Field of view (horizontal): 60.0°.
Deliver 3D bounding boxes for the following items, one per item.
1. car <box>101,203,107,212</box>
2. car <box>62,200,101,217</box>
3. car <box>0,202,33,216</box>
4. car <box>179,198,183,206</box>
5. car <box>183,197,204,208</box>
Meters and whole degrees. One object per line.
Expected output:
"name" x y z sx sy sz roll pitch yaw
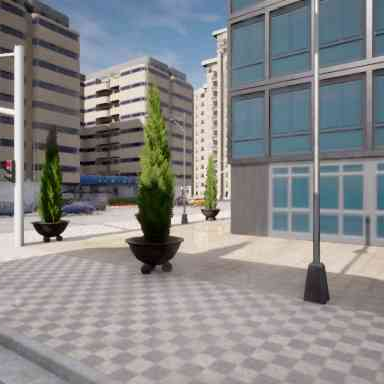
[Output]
"car" -11.721 1.619 37.544 1.994 1.385 4.181 0 0 35
"car" -11.467 1.581 31.812 1.812 1.442 4.674 0 0 35
"car" -17.215 1.603 29.784 2.033 1.411 5.357 0 0 35
"car" -2.214 1.581 50.930 1.812 1.442 4.674 0 0 35
"car" 1.251 1.533 49.762 1.882 1.535 5.008 0 0 36
